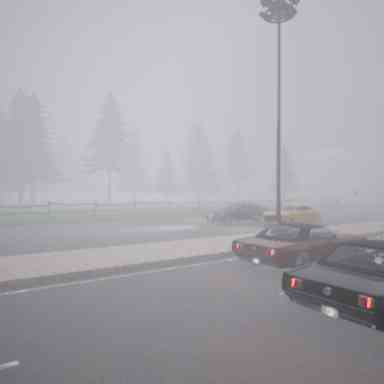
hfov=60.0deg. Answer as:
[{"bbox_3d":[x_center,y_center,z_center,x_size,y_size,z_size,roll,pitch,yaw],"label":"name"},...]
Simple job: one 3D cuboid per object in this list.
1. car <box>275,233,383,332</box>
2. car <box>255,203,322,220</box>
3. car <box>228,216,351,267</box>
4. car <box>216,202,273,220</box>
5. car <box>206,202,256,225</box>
[{"bbox_3d":[4.016,1.633,6.595,4.718,1.301,1.895,0,0,-35],"label":"car"},{"bbox_3d":[7.018,1.567,23.201,5.008,1.535,1.882,0,0,-36],"label":"car"},{"bbox_3d":[3.596,1.643,10.596,4.718,1.301,1.895,0,0,-36],"label":"car"},{"bbox_3d":[4.849,1.648,30.294,5.357,1.411,2.033,0,0,-37],"label":"car"},{"bbox_3d":[3.263,1.571,24.792,4.902,1.511,2.128,0,0,-36],"label":"car"}]
